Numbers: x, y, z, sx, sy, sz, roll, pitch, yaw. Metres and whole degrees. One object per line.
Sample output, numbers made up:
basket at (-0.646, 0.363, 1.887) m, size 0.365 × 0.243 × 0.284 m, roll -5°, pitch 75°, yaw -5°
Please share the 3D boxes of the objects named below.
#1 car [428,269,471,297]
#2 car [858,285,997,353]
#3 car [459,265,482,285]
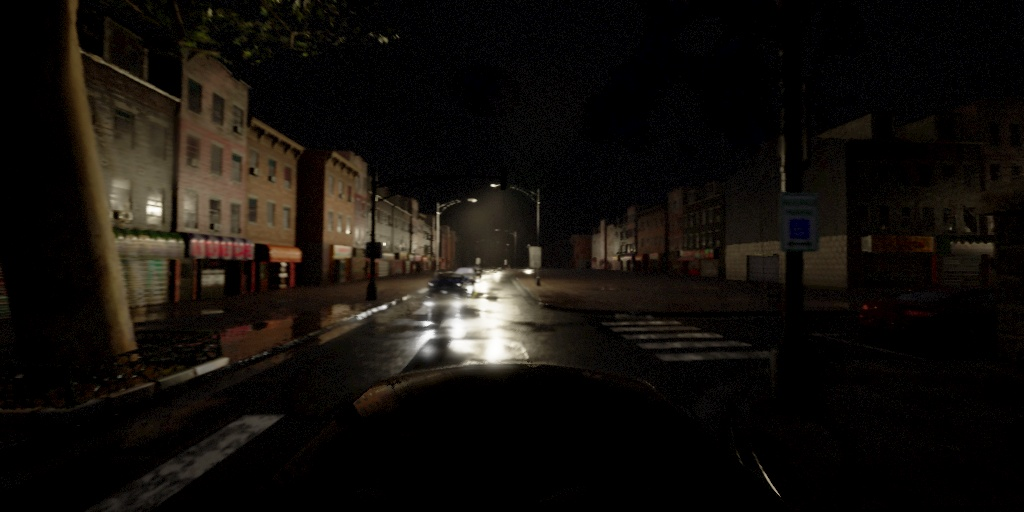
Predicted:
car at (-3.612, 1.612, 20.867) m, size 1.895 × 1.301 × 4.718 m, roll 1°, pitch -1°, yaw -3°
car at (10.237, 1.307, 8.018) m, size 4.207 × 1.307 × 1.802 m, roll 0°, pitch 0°, yaw -2°
car at (-4.042, 1.721, 31.348) m, size 2.033 × 1.411 × 5.357 m, roll 1°, pitch -1°, yaw -2°
